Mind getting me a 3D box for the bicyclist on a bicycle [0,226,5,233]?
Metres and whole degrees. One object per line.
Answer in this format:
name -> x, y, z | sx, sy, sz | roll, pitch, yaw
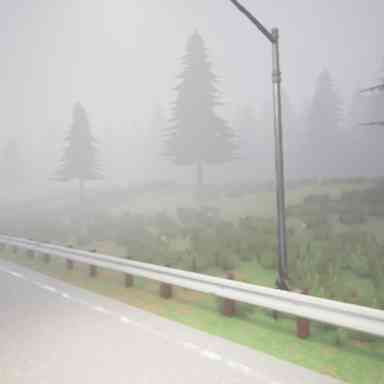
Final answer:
bicyclist on a bicycle -> -10.506, 1.731, 17.215 | 0.582, 1.620, 1.656 | -2, 6, 44
